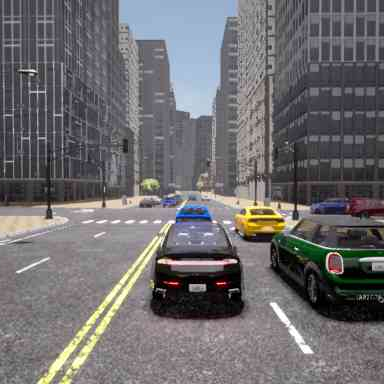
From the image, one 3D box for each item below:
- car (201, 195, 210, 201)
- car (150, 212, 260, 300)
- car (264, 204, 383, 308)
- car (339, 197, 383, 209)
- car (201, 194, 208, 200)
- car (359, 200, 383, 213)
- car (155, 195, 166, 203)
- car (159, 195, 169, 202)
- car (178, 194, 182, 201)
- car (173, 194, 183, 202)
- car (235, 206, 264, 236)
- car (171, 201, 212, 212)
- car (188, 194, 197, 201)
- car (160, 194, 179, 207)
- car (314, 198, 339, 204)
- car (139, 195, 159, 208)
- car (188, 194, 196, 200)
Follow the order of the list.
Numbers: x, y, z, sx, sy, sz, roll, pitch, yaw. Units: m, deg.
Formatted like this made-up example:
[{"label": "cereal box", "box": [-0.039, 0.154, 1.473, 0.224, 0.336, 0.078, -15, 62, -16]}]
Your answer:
[{"label": "car", "box": [3.325, 1.513, 80.672, 1.895, 1.301, 4.718, 0, 0, 0]}, {"label": "car", "box": [0.105, 1.488, 8.338, 2.128, 1.511, 4.902, 0, 0, 0]}, {"label": "car", "box": [3.357, 1.348, 8.050, 2.097, 1.767, 4.553, 0, 0, 0]}, {"label": "car", "box": [16.228, 1.519, 29.425, 5.009, 1.841, 2.192, 1, 0, 1]}, {"label": "car", "box": [3.334, 1.337, 90.674, 1.895, 1.301, 4.718, 0, 0, 0]}, {"label": "car", "box": [21.844, 1.643, 37.706, 4.829, 1.417, 1.752, 1, 0, 1]}, {"label": "car", "box": [-6.446, 1.448, 68.018, 1.837, 1.490, 4.892, 0, 0, 0]}, {"label": "car", "box": [-6.429, 1.482, 77.996, 1.994, 1.385, 4.181, 0, 0, 0]}, {"label": "car", "box": [-3.272, 1.519, 58.283, 1.994, 1.385, 4.181, 0, 0, 1]}, {"label": "car", "box": [-3.179, 1.286, 77.162, 2.097, 1.767, 4.553, 0, 0, 0]}, {"label": "car", "box": [3.364, 1.469, 17.229, 1.882, 1.535, 5.008, 0, 0, 0]}, {"label": "car", "box": [0.119, 1.468, 17.843, 1.882, 1.535, 5.008, 0, 0, 1]}, {"label": "car", "box": [0.075, 1.273, 80.615, 2.097, 1.767, 4.553, 0, 0, 0]}, {"label": "car", "box": [-3.294, 1.491, 49.538, 1.812, 1.442, 4.674, 0, 0, 0]}, {"label": "car", "box": [14.916, 1.451, 35.228, 4.553, 1.767, 2.097, 1, 1, 1]}, {"label": "car", "box": [-6.540, 1.513, 49.110, 2.033, 1.411, 5.357, 0, 0, 0]}, {"label": "car", "box": [0.084, 1.267, 90.647, 2.128, 1.511, 4.902, 0, 0, 0]}]
